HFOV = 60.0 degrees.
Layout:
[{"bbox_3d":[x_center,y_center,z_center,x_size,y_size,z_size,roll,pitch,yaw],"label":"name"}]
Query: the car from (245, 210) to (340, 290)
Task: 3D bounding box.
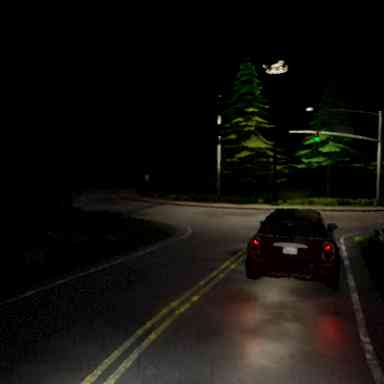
[{"bbox_3d":[2.922,1.274,9.386,2.097,1.767,4.553,1,2,20],"label":"car"}]
